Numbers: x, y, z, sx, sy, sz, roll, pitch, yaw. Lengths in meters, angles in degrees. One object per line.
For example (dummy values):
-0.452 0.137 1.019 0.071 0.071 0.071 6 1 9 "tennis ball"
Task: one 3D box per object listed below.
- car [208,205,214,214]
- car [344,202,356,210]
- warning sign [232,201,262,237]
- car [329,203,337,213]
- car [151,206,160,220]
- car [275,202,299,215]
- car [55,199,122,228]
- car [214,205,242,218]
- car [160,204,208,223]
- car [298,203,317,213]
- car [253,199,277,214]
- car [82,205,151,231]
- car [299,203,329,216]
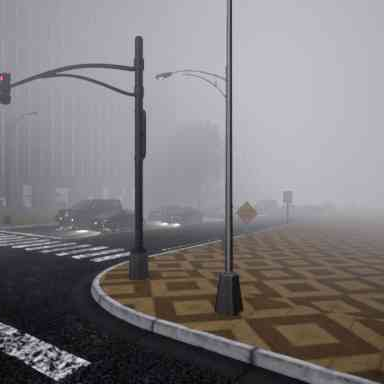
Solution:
3.022 2.278 42.043 1.895 1.301 4.718 0 -1 32 "car"
31.409 2.770 65.976 1.801 1.575 5.366 0 -1 33 "car"
3.069 1.454 18.572 1.300 1.860 1.060 1 1 33 "warning sign"
21.757 2.537 53.031 1.837 1.490 4.892 0 -1 33 "car"
-2.451 2.001 33.520 1.837 1.490 4.892 0 -1 33 "car"
13.504 2.373 46.096 1.812 1.442 4.674 0 -1 33 "car"
-7.627 1.547 25.450 2.150 2.045 5.566 0 -1 33 "car"
4.809 2.251 38.816 1.895 1.301 4.718 0 -1 33 "car"
-0.648 2.033 30.321 1.994 1.385 4.181 0 -1 32 "car"
19.021 2.593 54.785 1.994 1.385 4.181 0 -1 33 "car"
10.649 2.062 47.845 2.150 2.045 5.566 0 -1 33 "car"
-5.177 1.883 23.254 1.994 1.385 4.181 0 -1 32 "car"
16.469 2.405 44.693 2.033 1.411 5.357 0 -1 33 "car"
